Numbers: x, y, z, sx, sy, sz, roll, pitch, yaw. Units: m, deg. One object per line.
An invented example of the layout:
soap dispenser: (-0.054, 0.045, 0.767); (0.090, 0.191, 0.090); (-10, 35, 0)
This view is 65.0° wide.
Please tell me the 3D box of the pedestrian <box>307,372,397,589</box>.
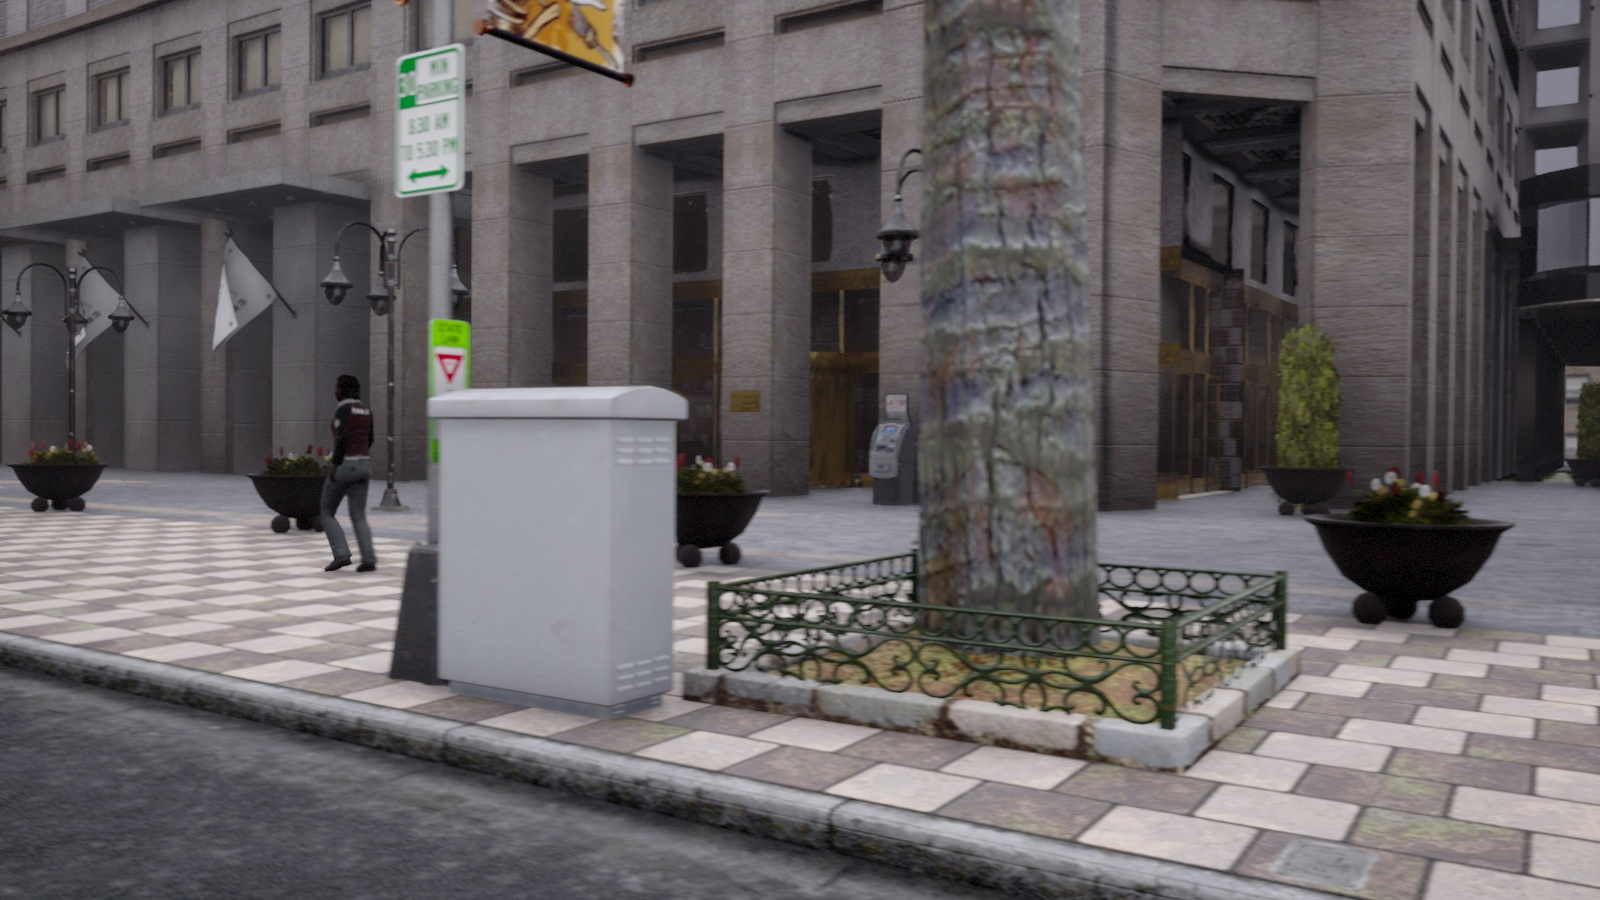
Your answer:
pedestrian: (-4.096, 0.268, 11.493); (0.666, 1.930, 0.402); (0, 1, 27)
